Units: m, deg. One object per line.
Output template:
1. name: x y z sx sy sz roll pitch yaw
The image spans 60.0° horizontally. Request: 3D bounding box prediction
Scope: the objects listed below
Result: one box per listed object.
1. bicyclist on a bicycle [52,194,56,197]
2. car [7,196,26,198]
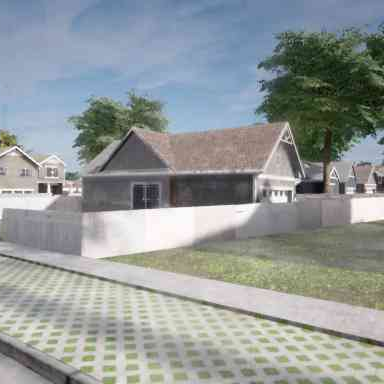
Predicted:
1. bicyclist on a bicycle: -13.073 1.028 31.582 1.656 1.620 0.582 0 1 34
2. car: -18.329 1.162 34.271 2.128 1.511 4.902 1 1 34
